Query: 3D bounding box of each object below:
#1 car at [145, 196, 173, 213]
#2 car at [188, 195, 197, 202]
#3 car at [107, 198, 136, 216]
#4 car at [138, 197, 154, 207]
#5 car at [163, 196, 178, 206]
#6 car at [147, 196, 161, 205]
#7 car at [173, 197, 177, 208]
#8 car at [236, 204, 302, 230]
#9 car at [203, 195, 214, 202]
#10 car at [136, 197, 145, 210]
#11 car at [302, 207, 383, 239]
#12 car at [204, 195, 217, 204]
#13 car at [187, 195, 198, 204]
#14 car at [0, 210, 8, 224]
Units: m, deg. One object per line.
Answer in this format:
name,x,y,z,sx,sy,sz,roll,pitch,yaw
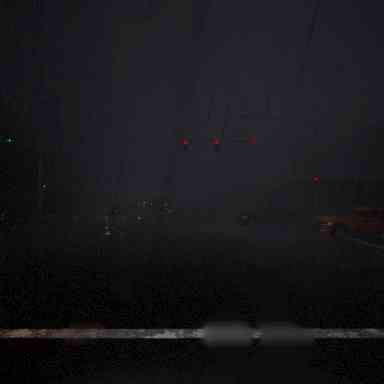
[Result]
car,-3.558,1.352,37.033,2.097,1.767,4.553,0,0,0
car,0.061,1.413,73.921,1.994,1.385,4.181,0,0,0
car,-7.067,1.526,32.940,1.812,1.442,4.674,0,0,0
car,-7.048,1.505,51.720,1.837,1.490,4.892,0,0,0
car,-3.534,1.492,55.661,2.128,1.511,4.902,0,0,0
car,-7.012,1.492,62.128,2.128,1.511,4.902,0,0,0
car,-3.556,1.564,45.603,1.994,1.385,4.181,0,0,0
car,5.286,1.503,21.004,5.008,1.535,1.882,0,0,0
car,3.561,1.386,73.918,2.128,1.511,4.902,0,0,0
car,-7.059,1.478,42.234,1.882,1.535,5.008,0,0,0
car,8.636,1.515,17.154,5.008,1.535,1.882,1,0,-5
car,3.552,1.352,63.779,2.097,1.767,4.553,0,0,0
car,0.052,1.505,63.812,1.837,1.490,4.892,0,0,0
car,-14.376,1.534,20.977,5.008,1.535,1.882,0,0,0
